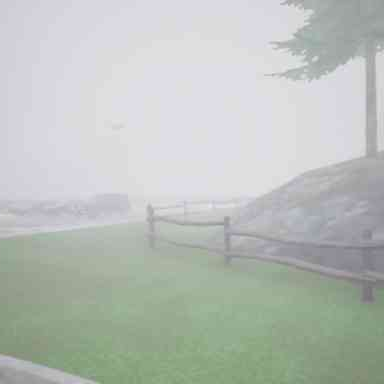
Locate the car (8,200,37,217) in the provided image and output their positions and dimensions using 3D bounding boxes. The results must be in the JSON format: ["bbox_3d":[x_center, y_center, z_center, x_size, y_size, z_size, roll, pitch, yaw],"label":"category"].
[{"bbox_3d":[-14.009,1.489,31.478,2.033,1.411,5.357,0,1,34],"label":"car"}]

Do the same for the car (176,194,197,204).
[{"bbox_3d":[0.065,1.117,52.265,1.812,1.442,4.674,0,0,35],"label":"car"}]

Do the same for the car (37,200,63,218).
[{"bbox_3d":[-10.848,1.389,29.903,1.882,1.535,5.008,0,1,34],"label":"car"}]

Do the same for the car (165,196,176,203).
[{"bbox_3d":[-2.285,1.203,55.023,1.895,1.301,4.718,0,1,35],"label":"car"}]

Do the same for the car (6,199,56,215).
[{"bbox_3d":[-16.440,1.518,34.125,1.994,1.385,4.181,0,1,34],"label":"car"}]

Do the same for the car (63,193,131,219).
[{"bbox_3d":[-7.660,1.104,28.381,2.150,2.045,5.566,0,0,34],"label":"car"}]

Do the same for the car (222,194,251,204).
[{"bbox_3d":[7.035,1.062,50.038,2.033,1.411,5.357,0,1,35],"label":"car"}]

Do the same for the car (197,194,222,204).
[{"bbox_3d":[3.244,1.067,50.712,1.837,1.490,4.892,0,0,35],"label":"car"}]
